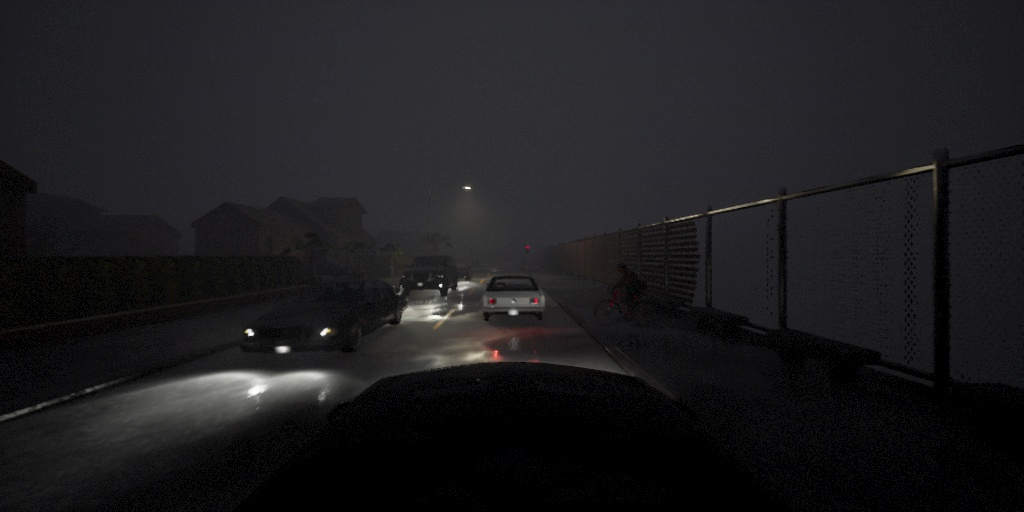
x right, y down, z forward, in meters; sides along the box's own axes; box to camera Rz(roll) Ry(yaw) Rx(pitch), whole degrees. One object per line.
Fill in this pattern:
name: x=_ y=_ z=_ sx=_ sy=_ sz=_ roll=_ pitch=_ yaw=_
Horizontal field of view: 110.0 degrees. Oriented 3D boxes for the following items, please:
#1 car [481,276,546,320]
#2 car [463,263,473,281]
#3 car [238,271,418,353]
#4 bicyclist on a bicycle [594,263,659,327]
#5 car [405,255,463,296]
car: x=0.014 y=1.325 z=12.526 sx=1.895 sy=1.301 sz=4.718 roll=0 pitch=0 yaw=-1
car: x=-4.333 y=1.265 z=29.386 sx=1.994 sy=1.385 sz=4.181 roll=0 pitch=0 yaw=0
car: x=-4.160 y=1.297 z=9.130 sx=2.033 sy=1.411 sz=5.357 roll=0 pitch=0 yaw=-1
bicyclist on a bicycle: x=2.916 y=0.998 z=9.089 sx=1.656 sy=1.620 sz=0.582 roll=2 pitch=0 yaw=0
car: x=-4.258 y=0.946 z=19.335 sx=2.150 sy=2.045 sz=5.566 roll=0 pitch=0 yaw=0
